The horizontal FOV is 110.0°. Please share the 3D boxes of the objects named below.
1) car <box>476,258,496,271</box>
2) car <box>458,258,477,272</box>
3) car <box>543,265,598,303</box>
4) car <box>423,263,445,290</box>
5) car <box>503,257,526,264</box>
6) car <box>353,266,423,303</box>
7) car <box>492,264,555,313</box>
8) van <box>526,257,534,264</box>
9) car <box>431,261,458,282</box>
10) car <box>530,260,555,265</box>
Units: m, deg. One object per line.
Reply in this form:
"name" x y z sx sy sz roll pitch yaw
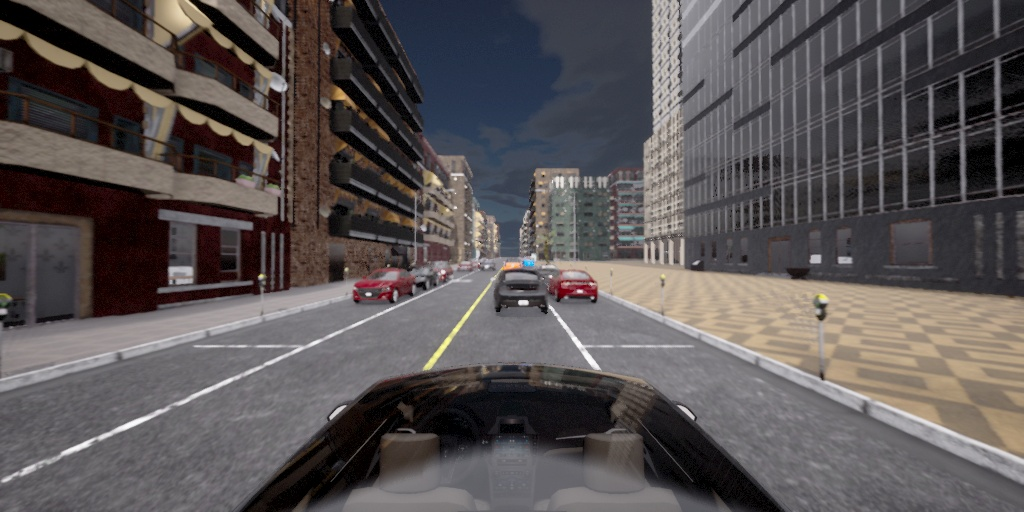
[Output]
"car" -3.045 1.162 46.005 2.128 1.511 4.902 0 0 0
"car" -5.695 1.255 44.294 1.802 1.307 4.207 0 0 0
"car" 2.689 1.268 16.445 1.888 1.381 4.507 0 0 0
"car" -5.692 1.278 22.015 1.948 1.339 4.313 0 0 0
"car" 0.096 1.034 39.318 2.097 1.767 4.553 0 0 0
"car" -5.692 1.268 16.445 1.888 1.381 4.507 0 0 0
"car" 0.247 1.233 13.827 1.837 1.490 4.892 0 0 -3
"van" 2.712 0.989 58.821 1.690 1.789 3.998 0 0 0
"car" -5.693 1.142 27.584 1.967 1.591 4.097 0 0 0
"car" 2.688 1.253 27.584 2.007 1.370 4.403 0 0 0
